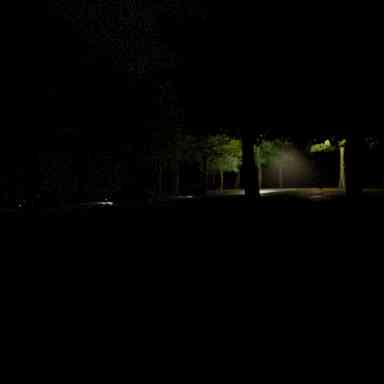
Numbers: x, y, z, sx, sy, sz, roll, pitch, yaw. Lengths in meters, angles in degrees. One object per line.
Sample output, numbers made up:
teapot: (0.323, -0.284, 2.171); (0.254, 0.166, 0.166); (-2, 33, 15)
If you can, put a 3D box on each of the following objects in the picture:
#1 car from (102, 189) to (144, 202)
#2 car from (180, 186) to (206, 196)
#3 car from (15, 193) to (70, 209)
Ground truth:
car: (-8.300, 0.380, 40.414); (2.033, 1.411, 5.357); (-1, 2, 37)
car: (0.198, -0.220, 51.427); (1.882, 1.535, 5.008); (-1, 2, 38)
car: (-14.503, 0.835, 32.331); (1.895, 1.301, 4.718); (-1, 2, 37)
